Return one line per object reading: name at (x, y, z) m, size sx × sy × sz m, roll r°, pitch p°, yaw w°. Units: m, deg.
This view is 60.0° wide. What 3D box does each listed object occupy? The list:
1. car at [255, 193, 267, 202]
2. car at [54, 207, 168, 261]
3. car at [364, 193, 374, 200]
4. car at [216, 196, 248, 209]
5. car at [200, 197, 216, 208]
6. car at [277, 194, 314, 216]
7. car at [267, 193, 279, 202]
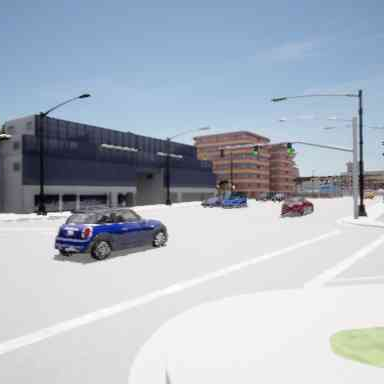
car at (13.158, 0.962, 60.752) m, size 1.837 × 1.490 × 4.892 m, roll -1°, pitch 1°, yaw 36°
car at (-2.962, 1.417, 13.150) m, size 2.097 × 1.767 × 4.553 m, roll -1°, pitch 0°, yaw 34°
car at (38.051, 0.874, 71.751) m, size 1.882 × 1.535 × 5.008 m, roll -1°, pitch -1°, yaw 35°
car at (5.658, 1.355, 44.047) m, size 1.882 × 1.535 × 5.008 m, roll -1°, pitch 1°, yaw 35°
car at (3.329, 1.433, 46.821) m, size 2.033 × 1.411 × 5.357 m, roll -1°, pitch 1°, yaw 35°
car at (10.279, 1.284, 32.196) m, size 2.097 × 1.767 × 4.553 m, roll -1°, pitch 1°, yaw 35°
car at (15.473, 0.991, 57.987) m, size 2.033 × 1.411 × 5.357 m, roll -1°, pitch 1°, yaw 35°
